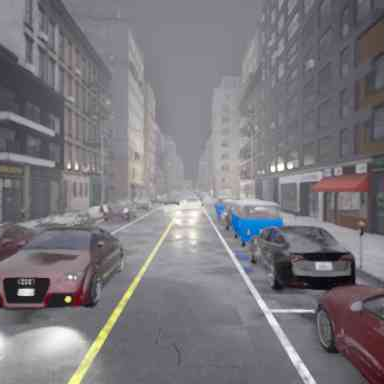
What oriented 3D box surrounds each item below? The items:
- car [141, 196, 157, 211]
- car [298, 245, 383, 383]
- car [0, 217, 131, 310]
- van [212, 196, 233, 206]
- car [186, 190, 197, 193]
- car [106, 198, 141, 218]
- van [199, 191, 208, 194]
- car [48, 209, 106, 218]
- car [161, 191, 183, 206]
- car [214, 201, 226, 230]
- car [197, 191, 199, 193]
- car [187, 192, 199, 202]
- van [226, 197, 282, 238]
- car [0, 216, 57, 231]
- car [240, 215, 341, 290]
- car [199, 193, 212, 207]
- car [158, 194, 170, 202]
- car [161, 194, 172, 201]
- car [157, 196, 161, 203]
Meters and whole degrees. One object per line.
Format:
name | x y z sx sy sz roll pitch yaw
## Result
car | -5.369 1.347 36.305 2.008 1.369 4.403 0 0 0
car | 2.639 1.561 3.238 1.802 1.307 4.206 0 0 0
car | -2.840 1.516 7.680 1.994 1.385 4.181 0 0 0
van | 2.650 1.194 25.278 1.690 1.788 3.998 0 0 0
car | 0.044 0.991 79.722 2.128 1.511 4.902 0 0 0
car | -5.375 1.293 25.283 1.967 1.590 4.097 0 0 0
van | 2.671 0.993 63.854 1.690 1.788 3.998 0 0 0
car | -5.380 1.464 14.262 2.008 1.369 4.403 0 0 0
car | -2.807 1.091 47.200 2.097 1.767 4.553 0 0 0
car | 2.647 1.433 19.769 2.008 1.369 4.403 0 0 0
car | 2.674 0.938 69.365 2.192 1.841 5.009 0 0 0
car | 0.043 1.245 65.459 1.895 1.301 4.718 0 0 0
van | 2.645 1.255 14.257 1.690 1.788 3.998 0 0 0
car | -5.383 1.528 8.752 1.802 1.307 4.206 0 0 0
car | 2.642 1.512 8.748 1.947 1.339 4.313 0 0 0
car | 2.251 1.270 46.183 1.812 1.442 4.674 0 0 0
car | -5.354 1.197 63.860 1.887 1.381 4.507 0 0 0
car | -5.351 1.189 69.371 1.947 1.339 4.313 0 0 0
car | -5.360 1.292 52.838 1.802 1.307 4.206 0 0 0
